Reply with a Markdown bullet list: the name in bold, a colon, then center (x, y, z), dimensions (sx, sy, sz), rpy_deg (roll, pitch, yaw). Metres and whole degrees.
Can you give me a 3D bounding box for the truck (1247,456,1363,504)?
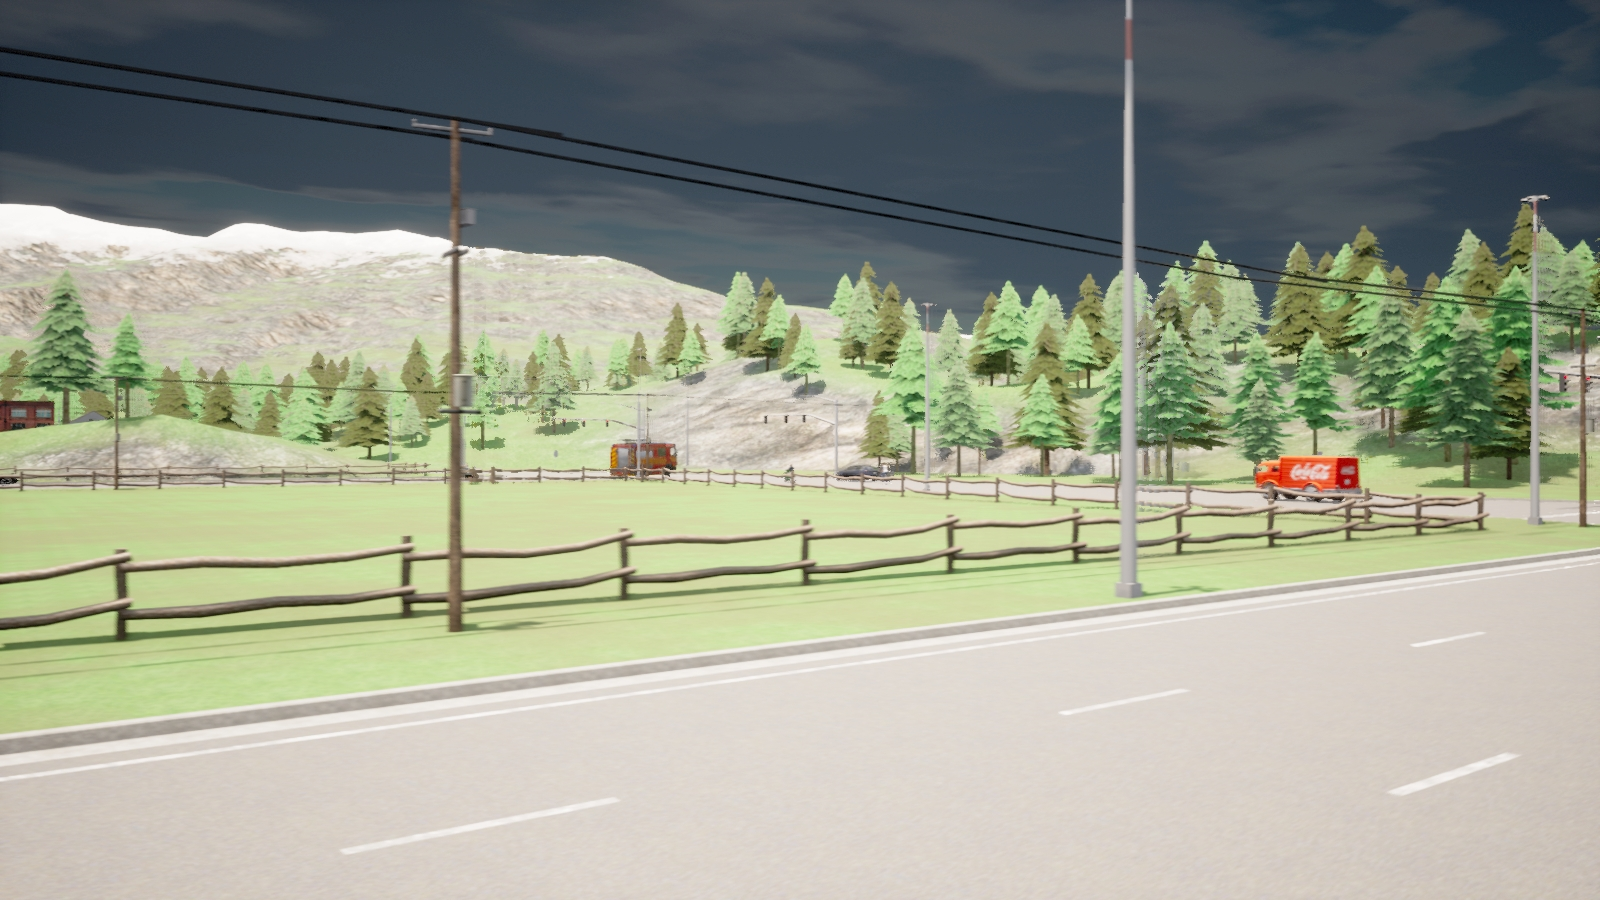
- **truck**: center (27.557, 1.569, 62.495), dimensions (2.627, 2.467, 5.204), rpy_deg (0, 0, -33)
